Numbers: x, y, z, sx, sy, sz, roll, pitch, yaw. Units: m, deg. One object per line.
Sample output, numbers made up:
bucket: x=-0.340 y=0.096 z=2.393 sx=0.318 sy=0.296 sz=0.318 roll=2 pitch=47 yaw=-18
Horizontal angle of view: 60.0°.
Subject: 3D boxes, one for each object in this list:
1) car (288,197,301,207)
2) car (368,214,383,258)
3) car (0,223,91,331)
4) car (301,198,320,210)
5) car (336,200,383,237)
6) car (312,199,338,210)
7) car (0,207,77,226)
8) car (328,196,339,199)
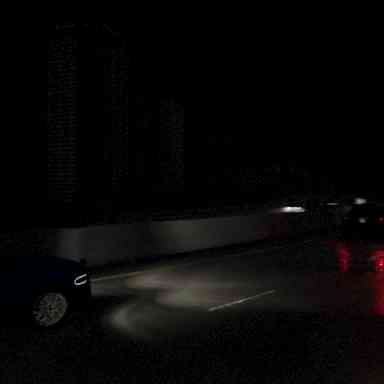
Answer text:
car: x=16.433 y=1.608 z=52.774 sx=2.128 sy=1.511 sz=4.902 roll=0 pitch=0 yaw=23
car: x=7.649 y=1.510 z=10.440 sx=4.902 sy=1.511 sz=2.128 roll=0 pitch=0 yaw=-43
car: x=-4.166 y=1.497 z=5.234 sx=5.008 sy=1.535 sz=1.882 roll=0 pitch=0 yaw=-35
car: x=16.592 y=1.588 z=45.052 sx=2.128 sy=1.511 sz=4.902 roll=0 pitch=0 yaw=28
car: x=9.515 y=1.386 z=17.191 sx=2.097 sy=1.767 sz=4.553 roll=0 pitch=0 yaw=44
car: x=14.306 y=1.673 z=34.419 sx=1.895 sy=1.301 sz=4.718 roll=0 pitch=0 yaw=34
car: x=-9.049 y=1.608 z=19.260 sx=5.357 sy=1.411 sz=2.033 roll=0 pitch=0 yaw=-39
car: x=30.662 y=1.662 z=72.335 sx=2.128 sy=1.511 sz=4.902 roll=0 pitch=0 yaw=18
